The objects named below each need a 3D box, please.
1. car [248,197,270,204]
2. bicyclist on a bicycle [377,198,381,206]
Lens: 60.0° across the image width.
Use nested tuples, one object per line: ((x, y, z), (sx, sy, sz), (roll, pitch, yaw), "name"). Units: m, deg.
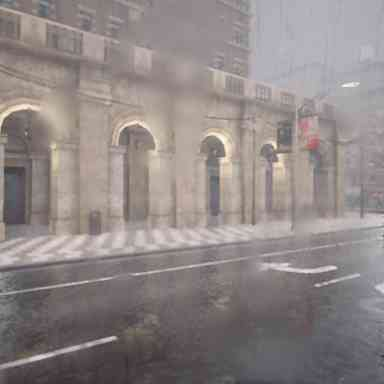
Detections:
((15.801, 2.041, 78.175), (2.128, 1.511, 4.902), (1, 0, -36), "car")
((35.855, 1.917, 63.828), (1.656, 1.620, 0.582), (0, 0, -36), "bicyclist on a bicycle")
